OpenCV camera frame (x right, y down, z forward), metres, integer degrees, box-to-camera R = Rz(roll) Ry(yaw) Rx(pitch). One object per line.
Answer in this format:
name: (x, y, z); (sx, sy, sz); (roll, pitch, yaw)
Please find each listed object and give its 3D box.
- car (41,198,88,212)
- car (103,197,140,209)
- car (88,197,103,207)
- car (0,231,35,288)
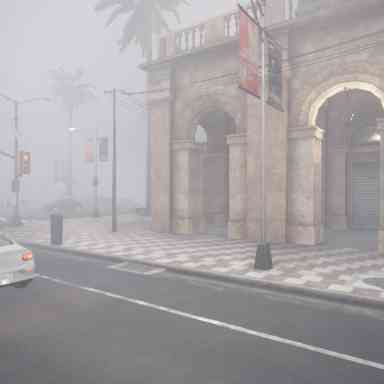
car: (-14.866, 1.505, 38.300); (1.837, 1.490, 4.892); (0, 0, 36)
car: (-9.473, 1.601, 45.839); (1.895, 1.301, 4.718); (0, 0, 36)
car: (-13.852, 1.513, 51.049); (2.161, 1.482, 4.786); (0, 0, 35)
car: (-5.564, 1.526, 7.919); (4.674, 1.442, 1.812); (0, 0, 36)
